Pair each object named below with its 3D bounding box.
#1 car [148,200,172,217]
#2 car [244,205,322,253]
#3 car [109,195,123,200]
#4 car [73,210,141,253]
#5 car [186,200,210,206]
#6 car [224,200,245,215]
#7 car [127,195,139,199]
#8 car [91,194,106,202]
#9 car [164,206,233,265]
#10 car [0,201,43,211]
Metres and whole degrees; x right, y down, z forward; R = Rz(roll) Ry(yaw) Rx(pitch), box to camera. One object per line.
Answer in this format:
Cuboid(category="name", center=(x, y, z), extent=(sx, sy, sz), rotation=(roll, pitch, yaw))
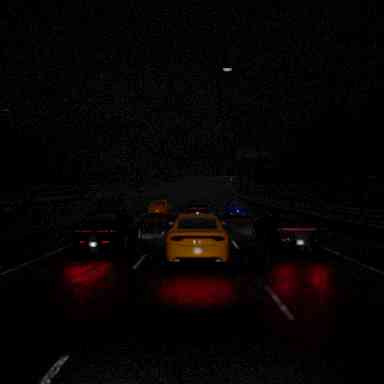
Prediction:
Cuboid(category="car", center=(-2.942, 1.485, 31.342), extent=(1.882, 1.535, 5.008), rotation=(0, 0, 2))
Cuboid(category="car", center=(3.704, 1.499, 13.686), extent=(2.128, 1.511, 4.902), rotation=(0, 0, 1))
Cuboid(category="car", center=(-15.496, 1.270, 68.049), extent=(1.994, 1.385, 4.181), rotation=(0, 1, 3))
Cuboid(category="car", center=(-3.296, 1.507, 13.611), extent=(1.837, 1.490, 4.892), rotation=(0, 0, 1))
Cuboid(category="car", center=(0.522, 1.515, 29.903), extent=(1.837, 1.490, 4.892), rotation=(0, 0, 2))
Cuboid(category="car", center=(4.061, 1.491, 31.384), extent=(1.882, 1.535, 5.008), rotation=(0, 0, 2))
Cuboid(category="car", center=(-12.003, 1.275, 67.828), extent=(1.994, 1.385, 4.181), rotation=(0, 1, 3))
Cuboid(category="car", center=(-18.989, 1.236, 68.269), extent=(1.812, 1.442, 4.674), rotation=(0, 1, 3))
Cuboid(category="car", center=(0.181, 1.482, 11.688), extent=(1.882, 1.535, 5.008), rotation=(0, 0, 1))
Cuboid(category="car", center=(-13.755, 1.503, 26.905), extent=(1.837, 1.490, 4.892), rotation=(0, 0, 1))
